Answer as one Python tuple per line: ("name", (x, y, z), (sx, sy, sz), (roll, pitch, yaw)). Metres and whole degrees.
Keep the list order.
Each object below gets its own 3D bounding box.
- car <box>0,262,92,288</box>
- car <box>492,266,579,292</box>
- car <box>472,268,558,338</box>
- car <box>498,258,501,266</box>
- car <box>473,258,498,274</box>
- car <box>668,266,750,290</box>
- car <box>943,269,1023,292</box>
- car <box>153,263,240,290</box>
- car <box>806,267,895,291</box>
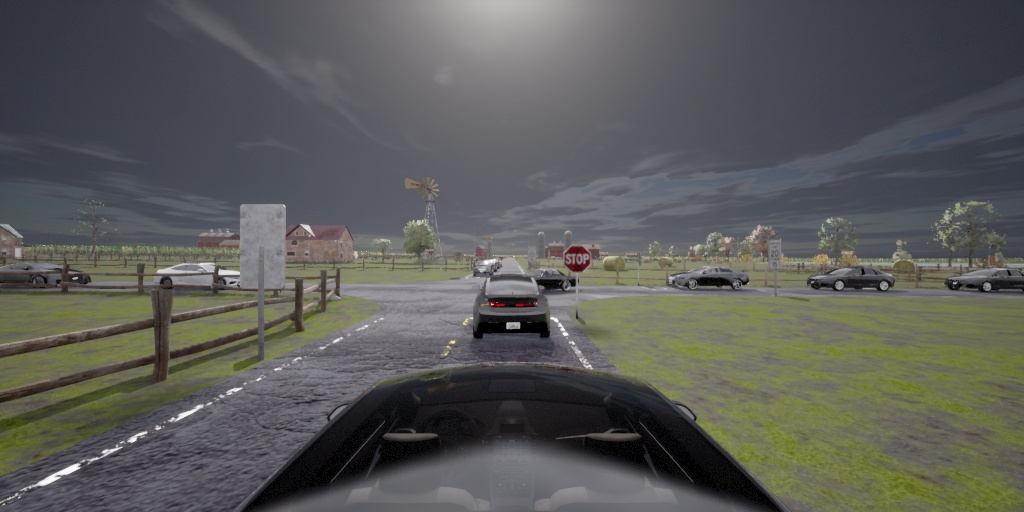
("car", (-26.372, 1.048, 19.977), (4.181, 1.385, 1.994), (1, -1, -1))
("car", (1.491, 1.369, 20.201), (4.718, 1.301, 1.895), (1, 0, -35))
("car", (-0.078, 1.256, 10.154), (1.837, 1.490, 4.892), (0, 0, -3))
("car", (-2.872, 1.241, 46.285), (2.128, 1.511, 4.902), (0, 0, 0))
("car", (-2.875, 1.243, 36.839), (2.128, 1.511, 4.902), (0, 0, 0))
("car", (12.788, 1.397, 23.434), (4.902, 1.511, 2.128), (1, -1, -2))
("car", (31.692, 1.587, 23.734), (4.892, 1.490, 1.837), (1, -1, -1))
("car", (-17.252, 1.104, 20.103), (4.674, 1.442, 1.812), (1, -1, -1))
("car", (22.190, 1.499, 23.609), (4.892, 1.490, 1.837), (1, -1, -1))
